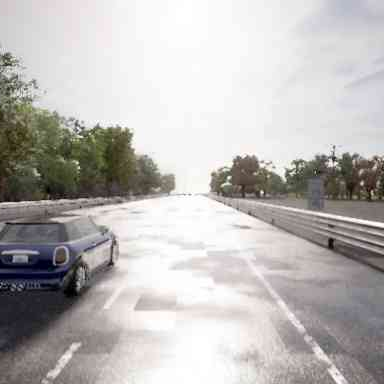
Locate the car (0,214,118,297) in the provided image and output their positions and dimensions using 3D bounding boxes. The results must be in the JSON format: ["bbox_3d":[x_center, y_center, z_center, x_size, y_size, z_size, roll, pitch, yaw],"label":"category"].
[{"bbox_3d":[-3.416,1.366,8.810,2.097,1.767,4.553,0,0,1],"label":"car"}]
